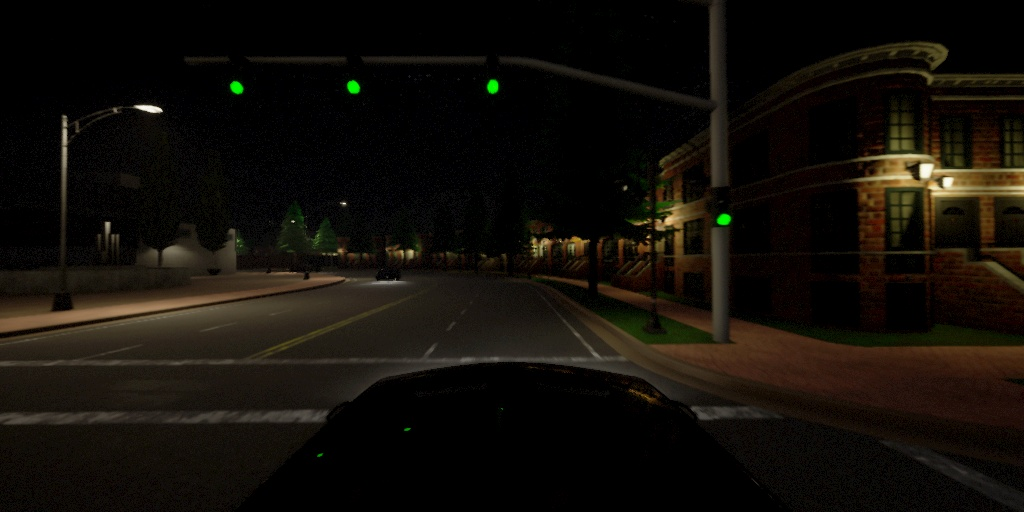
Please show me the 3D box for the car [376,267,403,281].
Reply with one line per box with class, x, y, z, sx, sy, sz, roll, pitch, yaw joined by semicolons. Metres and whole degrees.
car;-11.862;1.745;34.983;1.994;1.385;4.181;0;0;-11
